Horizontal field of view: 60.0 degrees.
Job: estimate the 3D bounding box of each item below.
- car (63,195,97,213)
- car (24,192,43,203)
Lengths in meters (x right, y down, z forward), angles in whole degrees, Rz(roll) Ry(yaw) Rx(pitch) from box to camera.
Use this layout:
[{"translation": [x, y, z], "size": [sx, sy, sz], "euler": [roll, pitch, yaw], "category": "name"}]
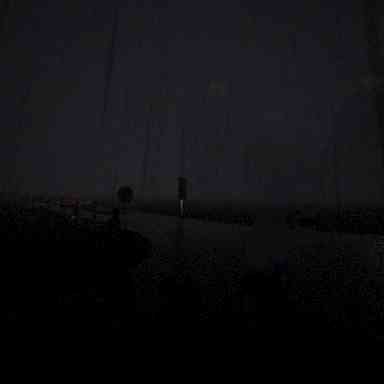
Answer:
[{"translation": [-10.308, 1.042, 30.449], "size": [1.882, 1.535, 5.008], "euler": [-1, 1, -36], "category": "car"}, {"translation": [-22.832, 0.698, 47.870], "size": [1.882, 1.535, 5.008], "euler": [-1, 1, -35], "category": "car"}]
